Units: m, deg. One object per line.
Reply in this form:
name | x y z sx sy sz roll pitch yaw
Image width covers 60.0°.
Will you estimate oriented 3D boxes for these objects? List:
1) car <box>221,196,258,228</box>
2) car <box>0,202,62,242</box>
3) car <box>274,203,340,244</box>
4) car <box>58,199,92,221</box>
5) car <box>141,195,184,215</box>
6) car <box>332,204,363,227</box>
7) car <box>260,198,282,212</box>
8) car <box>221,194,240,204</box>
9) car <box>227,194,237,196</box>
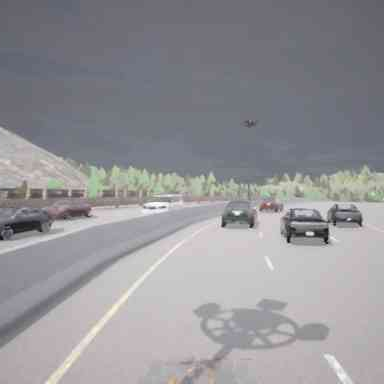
car | 3.370 1.399 23.018 2.097 1.767 4.553 0 0 14
car | -8.944 1.473 16.576 2.128 1.511 4.902 0 0 10
car | 5.388 1.539 16.302 2.128 1.511 4.902 0 0 11
car | -10.160 1.343 27.228 2.097 1.767 4.553 0 0 16
car | -2.390 1.250 29.108 2.150 2.045 5.566 0 0 18
car | 10.849 1.574 23.845 2.128 1.511 4.902 0 0 16
car | 9.604 1.450 39.795 2.097 1.767 4.553 0 0 25
car | 7.521 1.284 64.908 2.097 1.767 4.553 0 0 31
car | 8.491 1.479 59.682 2.097 1.767 4.553 0 0 31
